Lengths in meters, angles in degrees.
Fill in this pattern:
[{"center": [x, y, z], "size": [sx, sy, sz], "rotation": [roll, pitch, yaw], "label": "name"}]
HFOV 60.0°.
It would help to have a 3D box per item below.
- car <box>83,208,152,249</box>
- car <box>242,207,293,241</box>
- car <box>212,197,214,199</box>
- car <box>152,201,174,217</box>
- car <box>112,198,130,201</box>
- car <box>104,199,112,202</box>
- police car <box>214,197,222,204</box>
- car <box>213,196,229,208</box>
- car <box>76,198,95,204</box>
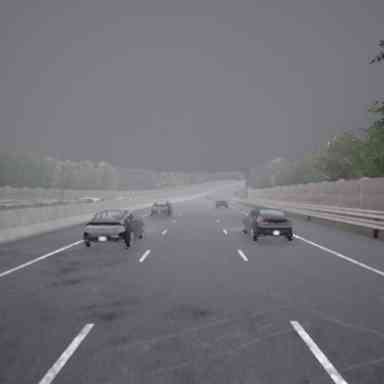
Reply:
[{"center": [-3.278, 1.527, 14.727], "size": [2.128, 1.511, 4.902], "rotation": [0, 0, 1], "label": "car"}, {"center": [3.756, 1.554, 17.067], "size": [1.837, 1.490, 4.892], "rotation": [0, 0, 1], "label": "car"}, {"center": [5.294, 1.860, 63.505], "size": [1.882, 1.535, 5.008], "rotation": [0, -1, 3], "label": "car"}, {"center": [-2.892, 1.604, 32.849], "size": [2.128, 1.511, 4.902], "rotation": [0, 0, 2], "label": "car"}, {"center": [-12.410, 1.799, 60.588], "size": [2.128, 1.511, 4.902], "rotation": [0, -1, 3], "label": "car"}, {"center": [-15.657, 1.939, 64.942], "size": [1.895, 1.301, 4.718], "rotation": [0, -1, 3], "label": "car"}, {"center": [6.702, 2.151, 85.249], "size": [2.038, 1.542, 4.974], "rotation": [0, -1, 4], "label": "police car"}, {"center": [4.743, 1.771, 52.623], "size": [1.837, 1.490, 4.892], "rotation": [0, -1, 3], "label": "car"}, {"center": [-19.399, 1.839, 60.753], "size": [2.033, 1.411, 5.357], "rotation": [0, -1, 3], "label": "car"}]
